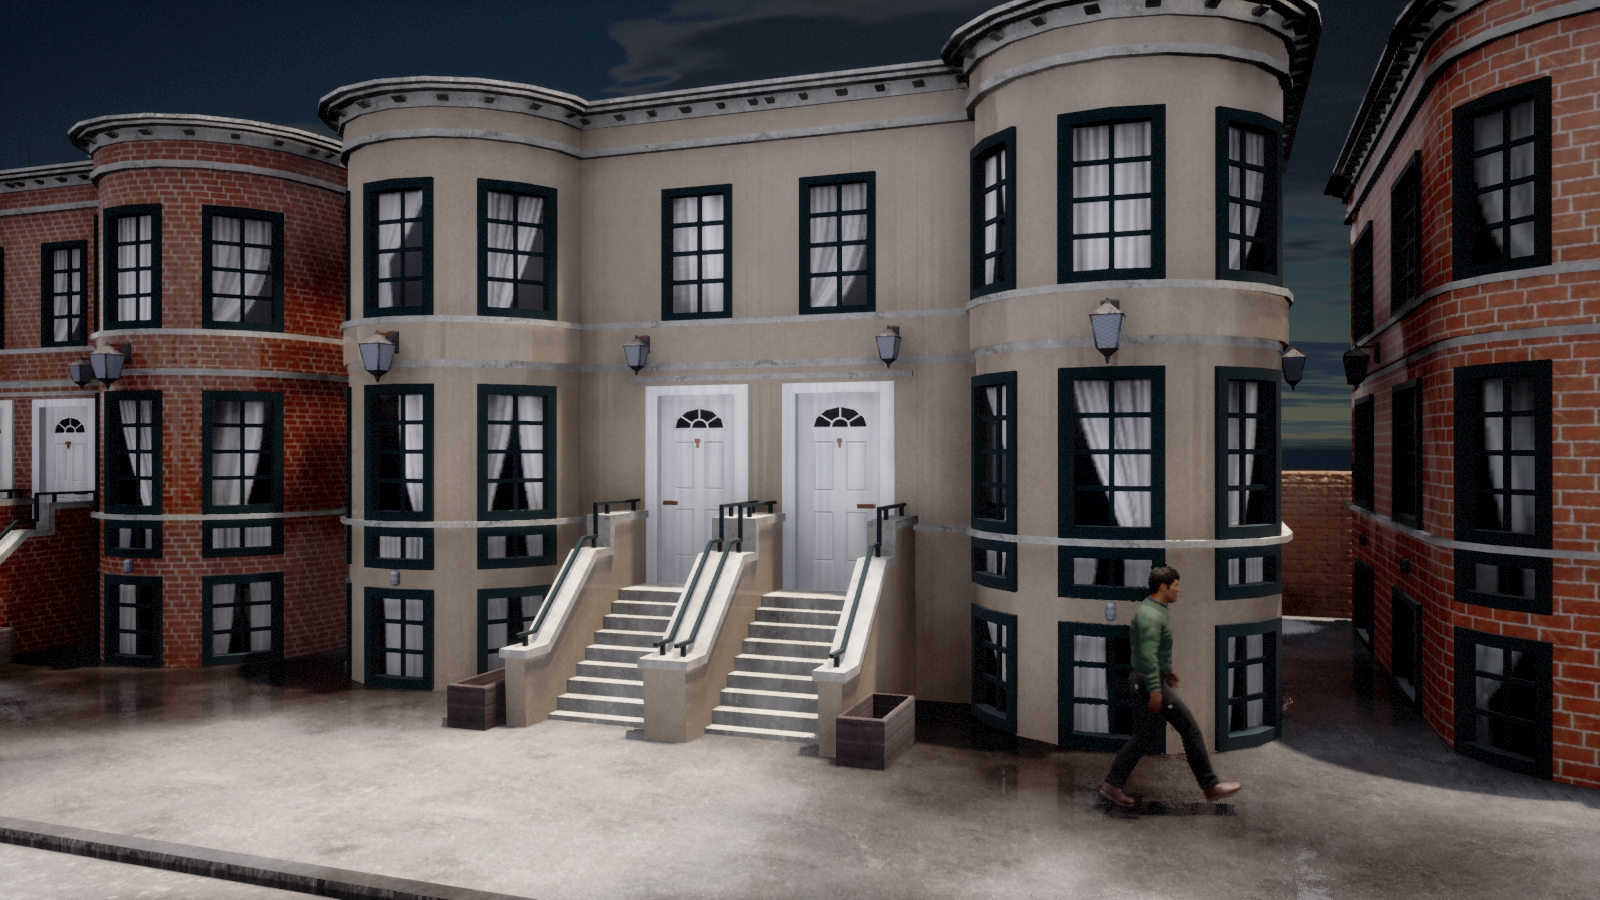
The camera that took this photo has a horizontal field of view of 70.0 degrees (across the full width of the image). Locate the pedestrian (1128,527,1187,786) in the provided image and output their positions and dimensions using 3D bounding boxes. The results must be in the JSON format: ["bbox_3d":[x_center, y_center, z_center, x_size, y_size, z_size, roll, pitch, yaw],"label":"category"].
[{"bbox_3d":[2.674,1.525,8.556,0.375,1.860,0.375,0,0,10],"label":"pedestrian"}]
